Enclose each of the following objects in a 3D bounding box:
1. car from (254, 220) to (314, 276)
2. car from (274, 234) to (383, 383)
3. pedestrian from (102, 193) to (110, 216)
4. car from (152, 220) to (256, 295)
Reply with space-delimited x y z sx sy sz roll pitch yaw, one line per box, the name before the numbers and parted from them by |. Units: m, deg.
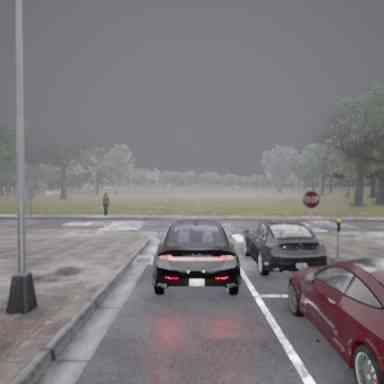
car | 2.636 1.533 10.177 2.008 1.369 4.403 -1 0 0
car | 2.628 1.574 4.645 1.802 1.307 4.206 -1 0 0
pedestrian | -6.844 0.969 26.370 0.375 1.860 0.375 0 1 0
car | 0.101 1.477 8.651 2.128 1.511 4.902 0 0 0
